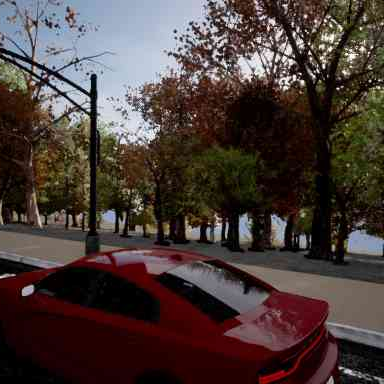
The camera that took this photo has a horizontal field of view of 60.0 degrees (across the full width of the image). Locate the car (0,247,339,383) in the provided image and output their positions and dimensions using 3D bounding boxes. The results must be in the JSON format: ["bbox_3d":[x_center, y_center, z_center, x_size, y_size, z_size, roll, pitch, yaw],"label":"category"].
[{"bbox_3d":[-0.849,1.477,4.283,5.008,1.535,1.882,0,0,35],"label":"car"}]
